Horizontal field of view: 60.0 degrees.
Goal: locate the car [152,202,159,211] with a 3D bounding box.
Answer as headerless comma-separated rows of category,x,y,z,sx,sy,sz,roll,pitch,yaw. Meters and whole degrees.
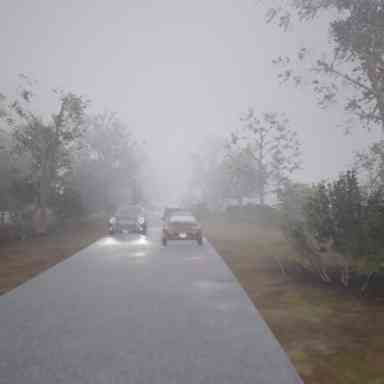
car,-7.295,2.665,61.997,2.097,1.767,4.553,0,-2,-4

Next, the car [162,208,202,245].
car,-0.528,1.725,16.615,1.812,1.442,4.674,0,-1,-3

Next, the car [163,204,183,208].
car,-1.989,2.002,34.780,1.882,1.535,5.008,0,-1,-5

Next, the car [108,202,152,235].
car,-3.741,1.596,20.268,2.097,1.767,4.553,1,-1,-4
